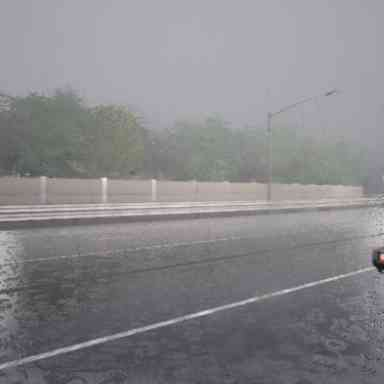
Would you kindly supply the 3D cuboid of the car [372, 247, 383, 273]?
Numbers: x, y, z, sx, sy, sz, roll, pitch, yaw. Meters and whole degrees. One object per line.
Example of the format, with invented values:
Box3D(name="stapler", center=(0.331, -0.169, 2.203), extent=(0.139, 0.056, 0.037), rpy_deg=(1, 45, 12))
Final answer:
Box3D(name="car", center=(6.795, 1.599, 8.713), extent=(4.718, 1.301, 1.895), rpy_deg=(0, 0, -35))
